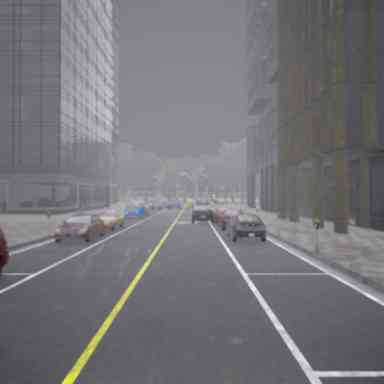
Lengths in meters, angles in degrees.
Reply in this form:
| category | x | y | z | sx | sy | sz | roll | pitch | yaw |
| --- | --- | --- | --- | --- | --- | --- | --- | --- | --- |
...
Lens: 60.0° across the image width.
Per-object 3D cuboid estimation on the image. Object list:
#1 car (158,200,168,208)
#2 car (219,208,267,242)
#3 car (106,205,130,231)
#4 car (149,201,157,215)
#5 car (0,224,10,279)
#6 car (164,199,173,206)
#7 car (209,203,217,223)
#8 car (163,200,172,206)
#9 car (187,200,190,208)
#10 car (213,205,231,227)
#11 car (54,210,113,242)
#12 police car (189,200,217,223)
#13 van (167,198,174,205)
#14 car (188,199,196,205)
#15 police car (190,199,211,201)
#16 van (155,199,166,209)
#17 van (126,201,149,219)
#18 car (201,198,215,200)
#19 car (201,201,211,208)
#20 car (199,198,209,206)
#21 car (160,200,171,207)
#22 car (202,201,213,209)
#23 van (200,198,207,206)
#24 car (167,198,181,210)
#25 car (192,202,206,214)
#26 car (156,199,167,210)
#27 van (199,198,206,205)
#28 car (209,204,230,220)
| category | x | y | z | sx | sy | sz | roll | pitch | yaw |
| --- | --- | --- | --- | --- | --- | --- | --- | --- | --- |
| car | -5.743 | 2.411 | 66.366 | 1.752 | 1.417 | 4.829 | 0 | -1 | 0 |
| car | 2.767 | 1.783 | 17.599 | 2.008 | 1.369 | 4.403 | 0 | -1 | 0 |
| car | -5.757 | 1.827 | 22.870 | 1.752 | 1.417 | 4.829 | 0 | -1 | 0 |
| car | -5.752 | 2.072 | 39.350 | 2.008 | 1.369 | 4.403 | 0 | -1 | 0 |
| car | -5.762 | 1.405 | 6.731 | 2.192 | 1.841 | 5.009 | 0 | -1 | 0 |
| car | -5.738 | 2.553 | 82.848 | 1.967 | 1.590 | 4.097 | 0 | -1 | 0 |
| car | 2.770 | 1.921 | 28.474 | 1.887 | 1.381 | 4.507 | 0 | -1 | 0 |
| car | -5.740 | 2.560 | 77.240 | 1.752 | 1.417 | 4.829 | 0 | -1 | 0 |
| car | 0.021 | 2.360 | 66.066 | 1.882 | 1.535 | 5.008 | 0 | -1 | 0 |
| car | 2.769 | 1.848 | 23.036 | 1.887 | 1.381 | 4.507 | 0 | -1 | 0 |
| car | -5.758 | 1.815 | 17.601 | 1.802 | 1.307 | 4.206 | 0 | -1 | 0 |
| police car | 0.898 | 1.812 | 29.289 | 1.930 | 1.638 | 5.238 | 0 | -1 | 0 |
| van | -5.737 | 2.529 | 88.287 | 1.690 | 1.788 | 3.998 | 0 | -1 | 0 |
| car | 0.025 | 2.504 | 80.959 | 1.994 | 1.385 | 4.181 | 0 | -1 | 0 |
| police car | 0.912 | 1.945 | 39.289 | 1.930 | 1.638 | 5.238 | 0 | -1 | 0 |
| van | -5.745 | 2.155 | 61.101 | 1.690 | 1.788 | 3.998 | 0 | -1 | 0 |
| van | -5.753 | 1.789 | 33.916 | 1.690 | 1.788 | 3.998 | 0 | -1 | 0 |
| car | 2.777 | 1.981 | 50.225 | 2.192 | 1.841 | 5.009 | 0 | -1 | 0 |
| car | 2.782 | 2.432 | 66.533 | 1.887 | 1.381 | 4.507 | 0 | -1 | 0 |
| car | 2.785 | 2.352 | 77.410 | 2.192 | 1.841 | 5.009 | 0 | -1 | 0 |
| car | -5.741 | 2.528 | 71.972 | 1.947 | 1.339 | 4.313 | 0 | -1 | 0 |
| car | 2.780 | 2.341 | 61.266 | 1.752 | 1.417 | 4.829 | 0 | -1 | 0 |
| van | 2.787 | 2.453 | 82.847 | 1.690 | 1.788 | 3.998 | 0 | -1 | 0 |
| car | -3.042 | 1.977 | 56.818 | 2.150 | 2.045 | 5.566 | 0 | -1 | 1 |
| car | 0.914 | 2.125 | 45.177 | 1.812 | 1.442 | 4.674 | 0 | -1 | 0 |
| car | -5.746 | 2.306 | 55.661 | 1.947 | 1.339 | 4.313 | 0 | -1 | 0 |
| van | 2.789 | 2.529 | 88.284 | 1.690 | 1.788 | 3.998 | 0 | -1 | 0 |
| car | 2.772 | 1.976 | 34.081 | 1.752 | 1.417 | 4.829 | 0 | -1 | 0 |
